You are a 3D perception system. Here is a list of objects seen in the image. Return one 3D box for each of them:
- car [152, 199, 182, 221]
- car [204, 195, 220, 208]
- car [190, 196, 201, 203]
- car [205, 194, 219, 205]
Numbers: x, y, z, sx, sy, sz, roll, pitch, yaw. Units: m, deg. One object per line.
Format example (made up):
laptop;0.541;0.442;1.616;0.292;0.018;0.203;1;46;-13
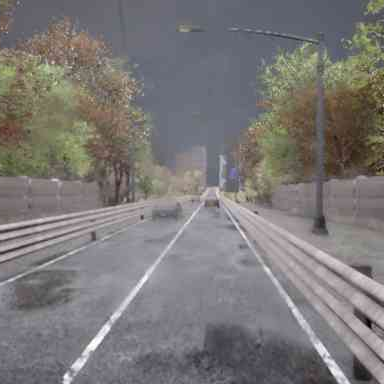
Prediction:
car;-1.843;1.312;25.790;1.882;1.535;5.008;0;0;4
car;2.607;1.291;43.503;1.882;1.535;5.008;0;0;4
car;0.735;1.473;65.964;2.033;1.411;5.357;0;-1;4
car;3.243;1.199;53.768;2.097;1.767;4.553;0;0;4
